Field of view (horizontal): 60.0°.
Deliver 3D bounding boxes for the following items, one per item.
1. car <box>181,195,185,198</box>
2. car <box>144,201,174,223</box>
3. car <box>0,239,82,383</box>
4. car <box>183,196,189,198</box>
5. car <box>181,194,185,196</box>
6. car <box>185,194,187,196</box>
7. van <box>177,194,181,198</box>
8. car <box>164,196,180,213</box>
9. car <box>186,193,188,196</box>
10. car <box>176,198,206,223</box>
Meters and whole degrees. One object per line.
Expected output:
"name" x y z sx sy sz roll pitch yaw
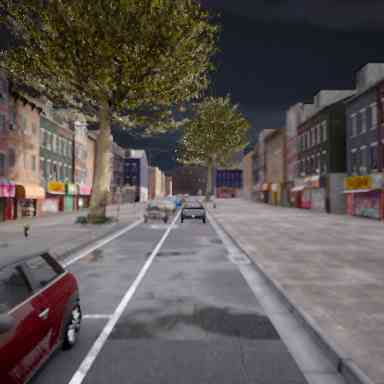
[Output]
"car" -2.633 1.599 53.169 1.947 1.339 4.313 2 0 0
"car" -2.626 1.585 25.493 1.802 1.307 4.206 2 0 0
"car" -2.615 1.440 3.353 1.967 1.590 4.097 2 0 0
"car" 0.088 1.583 42.867 1.994 1.385 4.181 0 0 0
"car" -2.633 1.566 58.534 1.752 1.417 4.829 2 0 0
"car" -2.637 1.610 69.775 2.008 1.369 4.403 1 0 0
"van" -2.624 1.360 42.098 1.690 1.788 3.998 2 0 0
"car" -2.627 1.538 36.393 1.752 1.417 4.829 2 0 0
"car" -2.633 1.385 75.310 2.192 1.841 5.009 1 0 0
"car" 0.093 1.494 25.726 2.128 1.511 4.902 0 0 0
